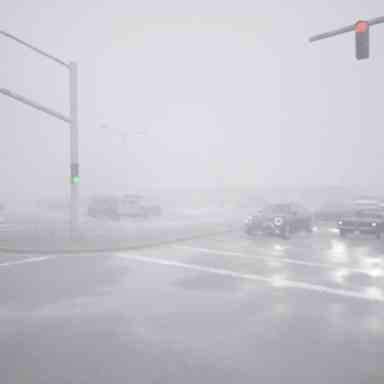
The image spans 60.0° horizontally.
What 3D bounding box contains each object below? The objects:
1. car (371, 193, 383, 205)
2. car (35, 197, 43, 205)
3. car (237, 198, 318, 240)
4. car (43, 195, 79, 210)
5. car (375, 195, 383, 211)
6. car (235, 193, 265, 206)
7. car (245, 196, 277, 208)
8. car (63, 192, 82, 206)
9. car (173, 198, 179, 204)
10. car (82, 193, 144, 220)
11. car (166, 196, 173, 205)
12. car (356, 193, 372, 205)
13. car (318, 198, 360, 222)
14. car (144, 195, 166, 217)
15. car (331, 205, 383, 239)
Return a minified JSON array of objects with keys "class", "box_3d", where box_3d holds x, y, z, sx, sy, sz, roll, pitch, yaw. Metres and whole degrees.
[{"class":"car","box_3d":[15.329,1.142,24.653,2.150,2.045,5.566,0,0,40]},{"class":"car","box_3d":[-24.598,1.567,55.586,3.806,1.475,1.970,0,0,39]},{"class":"car","box_3d":[4.550,1.332,17.218,2.097,1.767,4.553,0,0,40]},{"class":"car","box_3d":[-16.424,1.512,41.639,3.806,1.475,1.970,0,0,39]},{"class":"car","box_3d":[23.574,1.232,39.759,2.097,1.767,4.553,0,0,41]},{"class":"car","box_3d":[7.756,1.131,43.936,3.866,1.878,1.905,0,0,39]},{"class":"car","box_3d":[9.577,1.361,46.188,3.806,1.475,1.970,0,0,39]},{"class":"car","box_3d":[-21.149,1.307,59.970,4.605,1.855,1.932,0,0,39]},{"class":"car","box_3d":[-4.063,1.415,57.099,3.905,1.438,1.784,0,0,39]},{"class":"car","box_3d":[-6.343,1.203,26.378,4.605,1.855,1.932,0,0,39]},{"class":"car","box_3d":[-5.926,1.215,54.879,4.605,1.855,1.932,0,0,39]},{"class":"car","box_3d":[16.889,1.137,31.913,2.150,2.045,5.566,0,0,40]},{"class":"car","box_3d":[10.307,1.428,24.122,1.882,1.535,5.008,0,0,40]},{"class":"car","box_3d":[-4.490,1.196,28.602,3.866,1.878,1.905,0,0,39]},{"class":"car","box_3d":[9.055,1.555,17.178,1.895,1.301,4.718,0,0,40]}]
